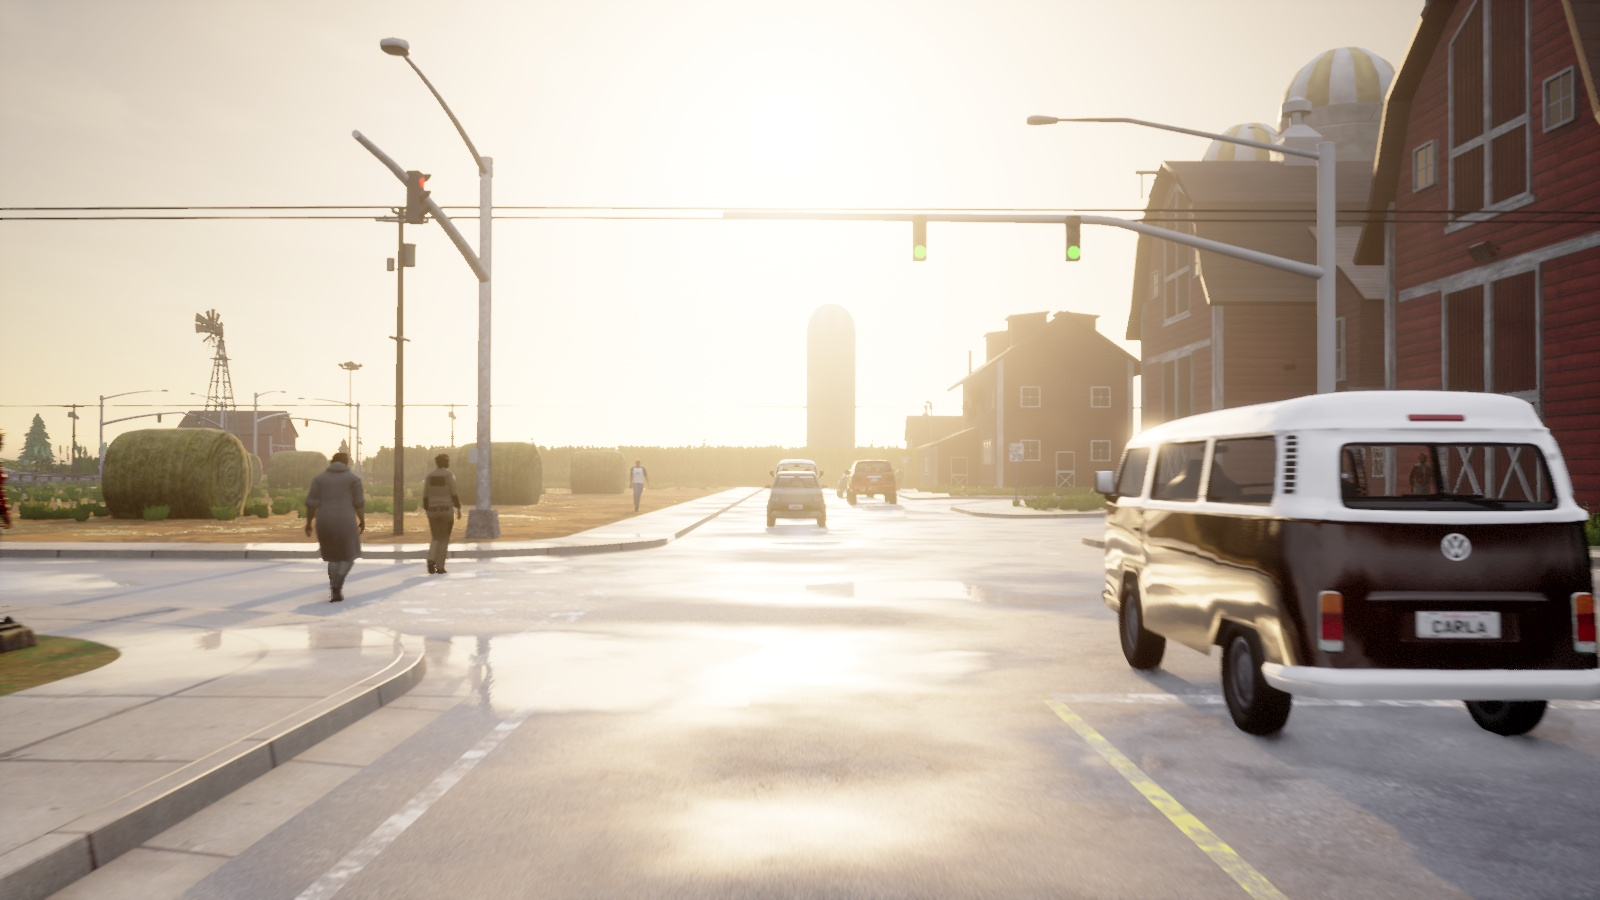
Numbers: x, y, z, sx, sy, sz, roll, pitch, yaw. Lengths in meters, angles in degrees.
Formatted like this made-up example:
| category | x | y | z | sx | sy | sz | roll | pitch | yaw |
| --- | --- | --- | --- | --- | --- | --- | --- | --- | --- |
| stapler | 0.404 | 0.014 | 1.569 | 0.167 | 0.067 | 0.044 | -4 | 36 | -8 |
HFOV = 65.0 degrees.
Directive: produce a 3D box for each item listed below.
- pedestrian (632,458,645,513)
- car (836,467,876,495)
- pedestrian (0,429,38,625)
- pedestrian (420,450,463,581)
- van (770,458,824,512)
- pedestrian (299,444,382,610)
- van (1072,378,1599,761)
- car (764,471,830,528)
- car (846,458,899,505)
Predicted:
| category | x | y | z | sx | sy | sz | roll | pitch | yaw |
| --- | --- | --- | --- | --- | --- | --- | --- | --- | --- |
| pedestrian | -5.480 | 1.205 | 42.587 | 0.354 | 1.836 | 0.706 | 0 | -1 | -11 |
| car | 3.317 | 1.842 | 75.369 | 2.152 | 1.651 | 5.027 | 0 | -1 | 0 |
| pedestrian | -7.687 | 0.728 | 11.961 | 0.636 | 1.846 | 0.331 | 0 | -1 | -4 |
| pedestrian | -5.381 | 0.973 | 18.855 | 0.396 | 1.930 | 0.692 | 0 | -1 | 5 |
| van | -0.124 | 1.387 | 50.654 | 2.069 | 2.038 | 4.480 | 0 | -1 | 0 |
| pedestrian | -5.567 | 0.914 | 15.244 | 0.659 | 1.952 | 0.873 | 0 | -1 | 2 |
| van | 3.474 | 0.674 | 8.949 | 2.069 | 2.038 | 4.480 | 0 | -1 | 0 |
| car | -0.089 | 1.397 | 36.242 | 1.789 | 1.549 | 3.705 | 0 | -1 | 0 |
| car | 3.349 | 1.454 | 59.212 | 2.150 | 2.045 | 5.566 | -1 | -1 | 0 |
